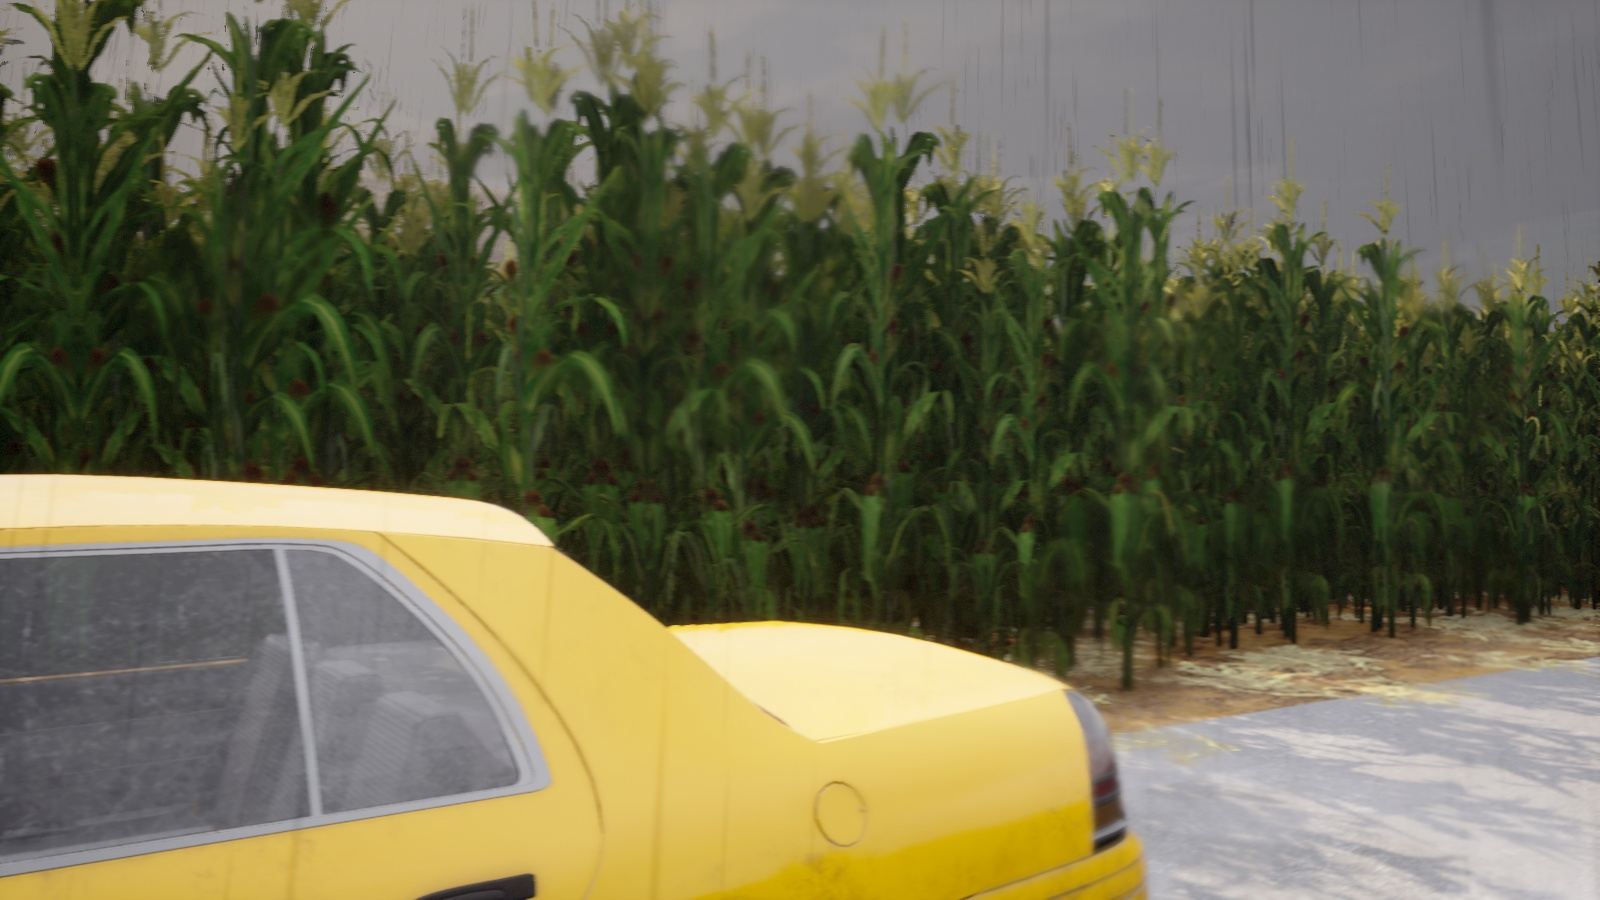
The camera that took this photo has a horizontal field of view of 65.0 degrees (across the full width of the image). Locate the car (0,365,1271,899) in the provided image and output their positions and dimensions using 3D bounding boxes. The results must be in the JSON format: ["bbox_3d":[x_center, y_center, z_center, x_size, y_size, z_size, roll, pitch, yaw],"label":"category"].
[{"bbox_3d":[-1.664,0.693,2.014,5.366,1.575,1.801,0,0,-35],"label":"car"}]
